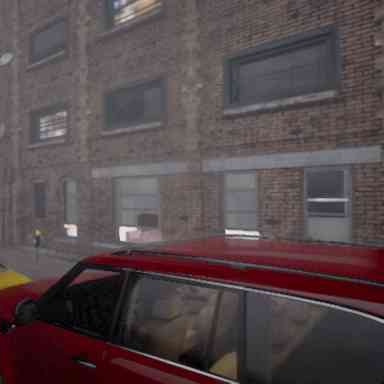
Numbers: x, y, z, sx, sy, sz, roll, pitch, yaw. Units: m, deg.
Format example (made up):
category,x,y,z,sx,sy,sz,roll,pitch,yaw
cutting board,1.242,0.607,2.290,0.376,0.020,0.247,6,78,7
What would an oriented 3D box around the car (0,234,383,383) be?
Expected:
category,x,y,z,sx,sy,sz,roll,pitch,yaw
car,-0.091,1.331,2.941,5.009,1.841,2.192,-1,-1,36
